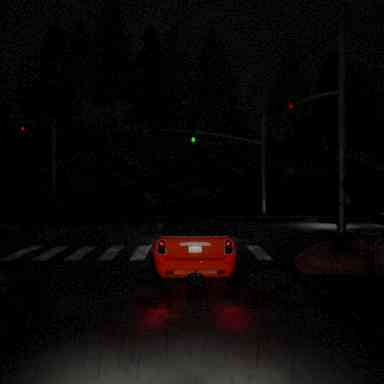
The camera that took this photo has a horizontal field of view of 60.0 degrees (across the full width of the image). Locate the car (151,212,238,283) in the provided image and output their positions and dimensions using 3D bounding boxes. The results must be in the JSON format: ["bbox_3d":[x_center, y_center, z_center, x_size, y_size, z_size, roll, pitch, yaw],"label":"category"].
[{"bbox_3d":[0.015,1.352,9.868,2.097,1.767,4.553,0,0,-2],"label":"car"}]

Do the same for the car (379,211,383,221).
[{"bbox_3d":[14.411,1.440,20.692,4.718,1.301,1.895,0,0,0],"label":"car"}]
